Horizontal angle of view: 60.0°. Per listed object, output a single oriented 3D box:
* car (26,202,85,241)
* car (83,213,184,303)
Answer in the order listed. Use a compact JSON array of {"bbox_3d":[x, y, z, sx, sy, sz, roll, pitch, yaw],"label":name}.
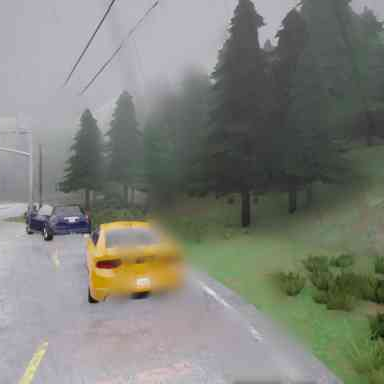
[{"bbox_3d":[-6.928,1.352,17.052,2.097,1.767,4.553,0,0,-40],"label":"car"},{"bbox_3d":[-1.665,1.478,8.400,1.882,1.535,5.008,0,0,-18],"label":"car"}]
